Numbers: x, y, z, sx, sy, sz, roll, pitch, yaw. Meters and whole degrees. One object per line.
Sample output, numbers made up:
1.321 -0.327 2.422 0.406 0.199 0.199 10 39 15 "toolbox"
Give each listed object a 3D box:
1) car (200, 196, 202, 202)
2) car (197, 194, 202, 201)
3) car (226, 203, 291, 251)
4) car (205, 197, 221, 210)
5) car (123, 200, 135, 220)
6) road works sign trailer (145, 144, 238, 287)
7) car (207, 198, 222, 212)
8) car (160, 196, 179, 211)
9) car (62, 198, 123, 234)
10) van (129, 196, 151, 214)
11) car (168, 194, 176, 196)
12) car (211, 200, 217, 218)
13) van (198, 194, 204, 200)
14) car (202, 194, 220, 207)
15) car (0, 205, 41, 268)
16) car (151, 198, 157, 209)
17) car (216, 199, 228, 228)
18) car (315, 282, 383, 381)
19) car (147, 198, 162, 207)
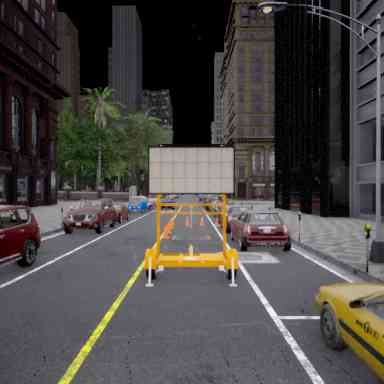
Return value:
2.672 1.576 52.033 1.947 1.339 4.313 0 0 0 "car"
2.629 1.573 78.470 1.947 1.339 4.313 0 0 0 "car"
2.735 1.440 14.057 1.967 1.590 4.097 0 0 0 "car"
2.699 1.533 35.928 1.752 1.417 4.829 0 0 0 "car"
-5.808 1.548 24.906 1.887 1.381 4.507 0 0 0 "car"
-0.016 0.464 9.327 2.380 3.560 2.880 0 0 0 "road works sign trailer"
2.708 1.556 30.332 2.008 1.369 4.403 0 0 0 "car"
-3.071 1.557 41.872 2.033 1.411 5.357 0 0 0 "car"
-5.800 1.317 19.480 2.192 1.841 5.009 0 0 0 "car"
-5.827 1.349 35.758 1.690 1.788 3.998 0 0 0 "van"
-5.906 1.556 83.896 2.008 1.369 4.403 0 0 0 "car"
2.716 1.548 24.908 1.887 1.381 4.507 0 0 0 "car"
2.601 1.341 94.731 1.690 1.788 3.998 0 0 0 "van"
2.689 1.324 41.183 2.192 1.841 5.009 0 0 0 "car"
-5.782 1.315 8.628 2.192 1.841 5.009 0 0 0 "car"
-5.836 1.449 41.185 1.967 1.590 4.097 0 0 0 "car"
2.726 1.441 19.483 1.967 1.590 4.097 0 0 0 "car"
2.753 1.525 3.378 1.752 1.417 4.829 0 0 0 "car"
-5.853 1.593 52.037 1.802 1.307 4.206 0 0 0 "car"
